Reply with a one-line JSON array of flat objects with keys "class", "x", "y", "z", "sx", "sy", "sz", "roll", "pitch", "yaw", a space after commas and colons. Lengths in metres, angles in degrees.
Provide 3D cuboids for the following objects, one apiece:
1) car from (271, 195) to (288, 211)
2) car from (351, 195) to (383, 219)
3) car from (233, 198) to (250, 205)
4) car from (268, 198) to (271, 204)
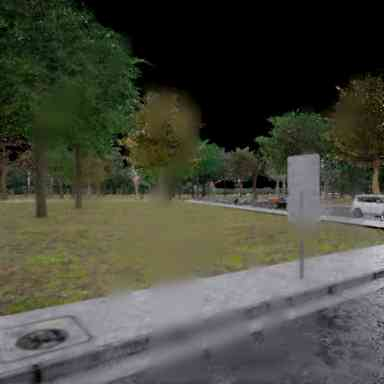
[{"class": "car", "x": 12.305, "y": 1.402, "z": 41.942, "sx": 2.097, "sy": 1.767, "sz": 4.553, "roll": 0, "pitch": 0, "yaw": -12}, {"class": "car", "x": 15.497, "y": 1.249, "z": 27.095, "sx": 2.150, "sy": 2.045, "sz": 5.566, "roll": 0, "pitch": 0, "yaw": -12}, {"class": "car", "x": 8.752, "y": 1.674, "z": 58.883, "sx": 1.994, "sy": 1.385, "sz": 4.181, "roll": 0, "pitch": 0, "yaw": -12}, {"class": "car", "x": 17.077, "y": 1.465, "z": 66.547, "sx": 2.097, "sy": 1.767, "sz": 4.553, "roll": 0, "pitch": 0, "yaw": -12}]
